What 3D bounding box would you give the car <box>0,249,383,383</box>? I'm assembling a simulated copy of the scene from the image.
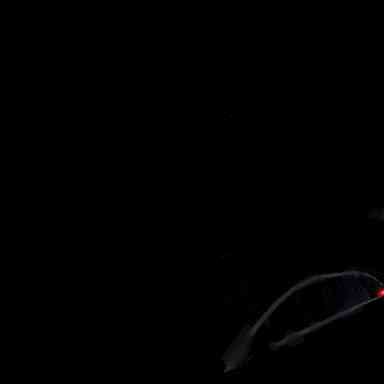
[{"bbox_3d":[0.615,1.466,3.499,4.902,1.511,2.128,0,1,-36],"label":"car"}]
